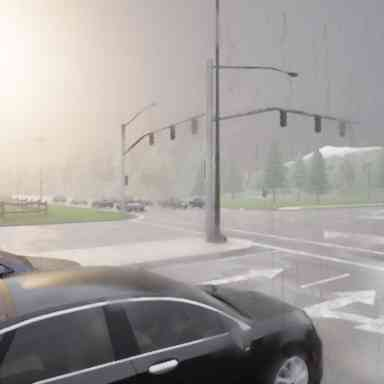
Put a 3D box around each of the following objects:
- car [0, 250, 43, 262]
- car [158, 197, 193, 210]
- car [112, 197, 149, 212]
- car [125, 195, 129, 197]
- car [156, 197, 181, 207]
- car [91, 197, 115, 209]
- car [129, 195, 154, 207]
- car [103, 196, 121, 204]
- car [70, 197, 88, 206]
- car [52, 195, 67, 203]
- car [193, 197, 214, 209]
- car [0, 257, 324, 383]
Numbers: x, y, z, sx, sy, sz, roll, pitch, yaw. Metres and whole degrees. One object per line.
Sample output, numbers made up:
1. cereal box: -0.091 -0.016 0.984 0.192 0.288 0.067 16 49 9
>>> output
1. car: -3.670 1.564 5.427 4.181 1.385 1.994 0 0 -35
2. car: -2.407 1.487 44.141 2.128 1.511 4.902 0 0 -34
3. car: -7.230 1.598 38.800 1.895 1.301 4.718 0 0 -35
4. car: -12.013 1.347 64.244 2.097 1.767 4.553 0 0 -34
5. car: -3.714 1.521 52.185 1.812 1.442 4.674 0 0 -35
6. car: -12.436 1.598 46.324 1.895 1.301 4.718 0 0 -35
7. car: -7.674 1.522 51.753 1.812 1.442 4.674 0 0 -35
8. car: -15.140 1.560 62.607 1.994 1.385 4.181 0 0 -34
9. car: -18.925 1.523 55.724 1.812 1.442 4.674 0 0 -34
10. car: -26.708 1.299 67.095 2.097 1.767 4.553 0 0 -35
11. car: 1.463 1.500 44.703 1.837 1.490 4.892 0 0 -35
12. car: -0.746 1.504 3.154 4.892 1.490 1.837 0 0 -35
